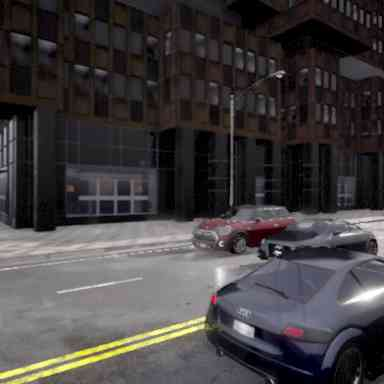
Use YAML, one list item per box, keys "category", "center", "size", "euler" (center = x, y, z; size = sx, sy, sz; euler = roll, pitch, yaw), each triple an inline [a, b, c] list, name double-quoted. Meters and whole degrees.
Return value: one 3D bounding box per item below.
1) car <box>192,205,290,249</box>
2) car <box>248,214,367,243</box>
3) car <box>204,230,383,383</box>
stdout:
- category: "car"
  center: [2.218, 1.328, 13.246]
  size: [4.553, 1.767, 2.097]
  euler: [0, 0, -35]
- category: "car"
  center: [4.063, 1.540, 10.571]
  size: [4.181, 1.385, 1.994]
  euler: [0, 0, -35]
- category: "car"
  center: [2.232, 1.551, 5.030]
  size: [4.181, 1.385, 1.994]
  euler: [0, 0, -35]
